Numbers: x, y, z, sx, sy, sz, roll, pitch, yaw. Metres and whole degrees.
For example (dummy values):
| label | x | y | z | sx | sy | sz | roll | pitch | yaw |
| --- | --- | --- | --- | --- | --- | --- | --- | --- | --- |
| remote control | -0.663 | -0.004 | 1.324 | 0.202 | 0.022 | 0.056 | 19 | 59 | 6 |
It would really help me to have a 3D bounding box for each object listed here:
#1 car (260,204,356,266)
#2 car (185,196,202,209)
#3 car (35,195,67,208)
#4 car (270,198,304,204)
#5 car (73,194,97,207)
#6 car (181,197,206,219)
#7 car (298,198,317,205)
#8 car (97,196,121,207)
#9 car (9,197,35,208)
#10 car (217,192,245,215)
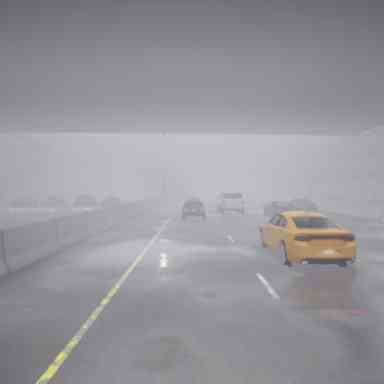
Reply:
| label | x | y | z | sx | sy | sz | roll | pitch | yaw |
| --- | --- | --- | --- | --- | --- | --- | --- | --- | --- |
| car | 3.617 | 1.397 | 11.249 | 1.882 | 1.535 | 5.008 | 0 | 1 | 0 |
| car | 0.147 | 1.267 | 41.855 | 1.994 | 1.385 | 4.181 | 0 | 0 | -1 |
| car | -17.532 | 1.207 | 42.274 | 1.837 | 1.490 | 4.892 | 0 | 0 | 0 |
| car | 7.134 | 1.409 | 26.978 | 1.895 | 1.301 | 4.718 | 0 | 0 | 0 |
| car | -14.021 | 1.040 | 43.876 | 2.097 | 1.767 | 4.553 | 0 | 1 | 0 |
| car | 0.134 | 1.357 | 26.704 | 2.033 | 1.411 | 5.357 | 0 | 0 | 0 |
| car | 10.636 | 1.315 | 32.734 | 2.033 | 1.411 | 5.357 | 0 | 0 | 0 |
| car | -10.525 | 1.218 | 43.387 | 1.812 | 1.442 | 4.674 | 0 | 0 | 0 |
| car | -21.036 | 1.268 | 41.749 | 1.994 | 1.385 | 4.181 | 0 | 0 | 0 |
| car | 3.631 | 0.997 | 31.530 | 2.150 | 2.045 | 5.566 | 0 | 0 | 0 |
